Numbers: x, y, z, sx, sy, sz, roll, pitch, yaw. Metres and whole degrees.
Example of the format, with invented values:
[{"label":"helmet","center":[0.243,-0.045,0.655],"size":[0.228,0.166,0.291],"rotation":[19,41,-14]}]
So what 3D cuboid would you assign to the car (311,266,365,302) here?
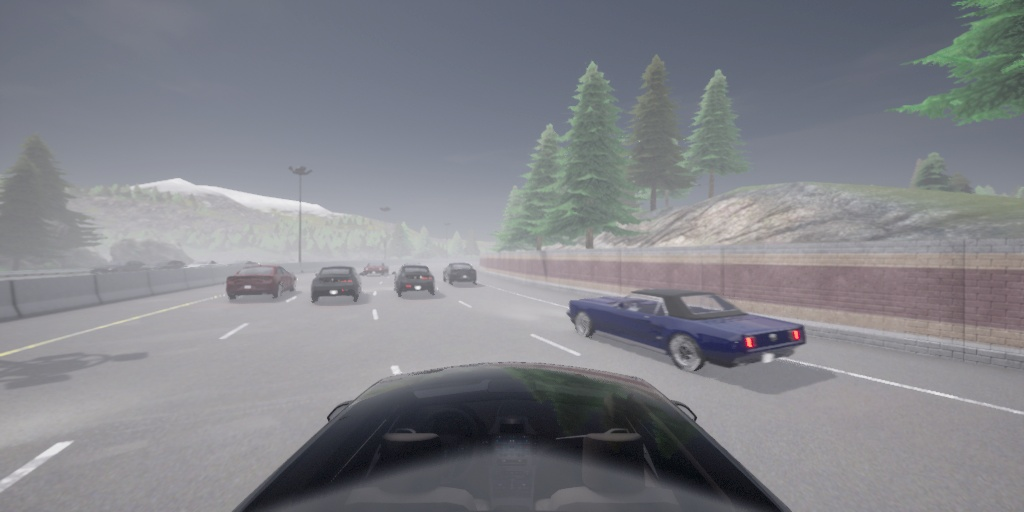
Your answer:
[{"label":"car","center":[-8.188,1.223,17.002],"size":[1.837,1.490,4.892],"rotation":[0,0,-21]}]

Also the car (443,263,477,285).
[{"label":"car","center":[-3.855,1.219,26.060],"size":[1.882,1.535,5.008],"rotation":[0,0,-17]}]

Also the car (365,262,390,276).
[{"label":"car","center":[-13.854,1.301,36.958],"size":[1.895,1.301,4.718],"rotation":[0,0,-11]}]

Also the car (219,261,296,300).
[{"label":"car","center":[-12.132,1.179,17.666],"size":[1.882,1.535,5.008],"rotation":[0,0,-19]}]

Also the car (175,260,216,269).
[{"label":"car","center":[-31.891,1.149,37.185],"size":[1.812,1.442,4.674],"rotation":[0,0,-10]}]

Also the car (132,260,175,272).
[{"label":"car","center":[-35.337,1.158,36.572],"size":[1.837,1.490,4.892],"rotation":[0,0,-10]}]

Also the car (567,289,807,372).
[{"label":"car","center":[3.212,1.367,7.840],"size":[1.895,1.301,4.718],"rotation":[0,0,-26]}]

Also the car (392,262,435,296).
[{"label":"car","center":[-5.297,1.237,19.301],"size":[1.837,1.490,4.892],"rotation":[0,0,-20]}]

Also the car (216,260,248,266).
[{"label":"car","center":[-28.445,1.198,37.798],"size":[1.812,1.442,4.674],"rotation":[0,0,-10]}]

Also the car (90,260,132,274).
[{"label":"car","center":[-38.783,1.148,35.959],"size":[2.033,1.411,5.357],"rotation":[0,0,-10]}]
